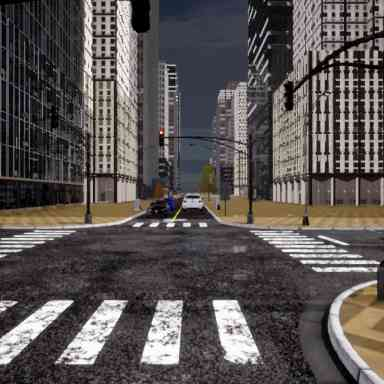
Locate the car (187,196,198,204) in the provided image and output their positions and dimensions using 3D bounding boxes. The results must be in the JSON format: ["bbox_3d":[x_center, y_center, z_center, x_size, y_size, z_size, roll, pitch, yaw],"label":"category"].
[{"bbox_3d":[0.046,1.541,62.470,2.033,1.411,5.357,0,0,0],"label":"car"}]

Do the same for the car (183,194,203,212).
[{"bbox_3d":[0.072,1.218,39.420,2.150,2.045,5.566,0,0,0],"label":"car"}]

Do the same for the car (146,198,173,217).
[{"bbox_3d":[-3.124,1.504,31.189,1.837,1.490,4.892,0,0,0],"label":"car"}]

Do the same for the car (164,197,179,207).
[{"bbox_3d":[-3.127,1.560,50.818,1.994,1.385,4.181,0,0,0],"label":"car"}]

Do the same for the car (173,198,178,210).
[{"bbox_3d":[-3.128,1.475,40.711,1.882,1.535,5.008,0,0,0],"label":"car"}]
